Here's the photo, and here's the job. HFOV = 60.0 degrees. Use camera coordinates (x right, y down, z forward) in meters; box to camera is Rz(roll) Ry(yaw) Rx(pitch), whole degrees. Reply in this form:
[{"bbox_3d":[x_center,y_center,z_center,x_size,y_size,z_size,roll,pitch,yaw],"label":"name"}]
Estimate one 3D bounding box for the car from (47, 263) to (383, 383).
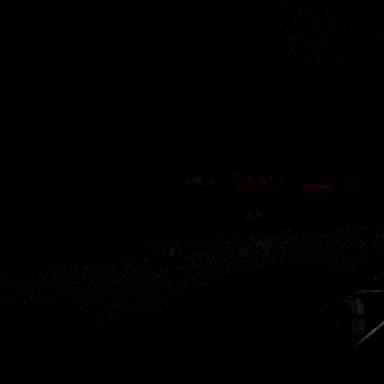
[{"bbox_3d":[0.772,1.567,3.342,4.313,1.339,1.947,0,1,-36],"label":"car"}]
